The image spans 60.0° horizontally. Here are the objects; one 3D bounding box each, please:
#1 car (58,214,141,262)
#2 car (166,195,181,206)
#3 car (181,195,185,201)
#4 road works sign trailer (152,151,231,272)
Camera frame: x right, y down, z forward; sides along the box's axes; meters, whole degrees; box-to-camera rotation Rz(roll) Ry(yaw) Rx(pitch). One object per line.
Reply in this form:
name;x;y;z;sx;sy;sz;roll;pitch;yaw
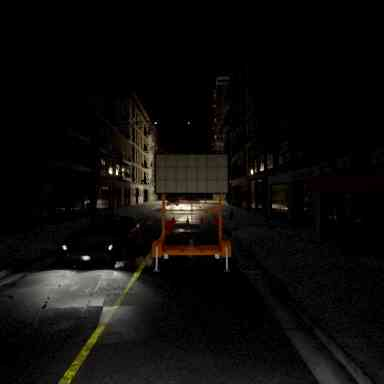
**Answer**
car;-3.114;1.551;12.429;2.033;1.411;5.357;0;0;0
car;-3.143;1.590;54.631;1.812;1.442;4.674;0;0;0
car;-3.092;1.598;95.189;2.097;1.767;4.553;0;0;0
road works sign trailer;-0.006;0.468;10.826;2.380;3.560;2.880;0;0;0
